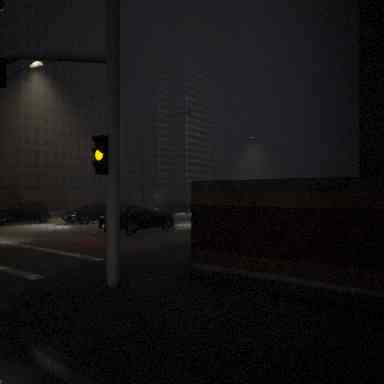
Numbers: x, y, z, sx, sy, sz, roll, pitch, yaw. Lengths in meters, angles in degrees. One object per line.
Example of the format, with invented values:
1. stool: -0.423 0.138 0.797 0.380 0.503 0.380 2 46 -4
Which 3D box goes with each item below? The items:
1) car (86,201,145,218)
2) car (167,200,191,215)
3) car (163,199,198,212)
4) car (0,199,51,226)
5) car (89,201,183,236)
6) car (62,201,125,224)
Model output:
1. car: -7.096 1.580 31.460 2.033 1.411 5.357 0 0 36
2. car: -1.873 1.519 32.699 2.128 1.511 4.902 0 0 36
3. car: -1.297 1.596 39.452 1.994 1.385 4.181 0 0 36
4. car: -12.637 1.384 23.775 2.097 1.767 4.553 0 0 36
5. car: -3.004 1.509 18.841 2.128 1.511 4.902 0 0 36
6. car: -7.375 1.532 25.103 1.837 1.490 4.892 0 0 36
